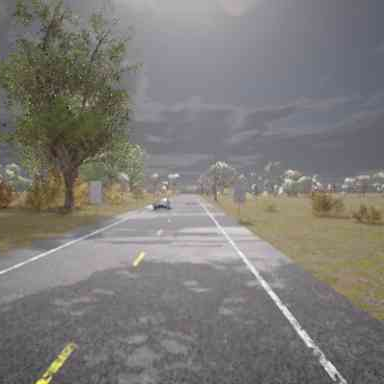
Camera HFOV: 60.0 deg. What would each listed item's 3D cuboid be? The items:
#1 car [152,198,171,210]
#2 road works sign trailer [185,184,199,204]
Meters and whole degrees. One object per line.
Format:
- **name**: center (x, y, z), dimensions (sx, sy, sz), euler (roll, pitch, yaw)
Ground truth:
- **car**: center (-3.593, 1.473, 40.313), dimensions (1.994, 1.385, 4.181), euler (0, 0, 0)
- **road works sign trailer**: center (-0.013, 0.338, 59.844), dimensions (2.380, 3.560, 2.880), euler (0, 0, 0)
